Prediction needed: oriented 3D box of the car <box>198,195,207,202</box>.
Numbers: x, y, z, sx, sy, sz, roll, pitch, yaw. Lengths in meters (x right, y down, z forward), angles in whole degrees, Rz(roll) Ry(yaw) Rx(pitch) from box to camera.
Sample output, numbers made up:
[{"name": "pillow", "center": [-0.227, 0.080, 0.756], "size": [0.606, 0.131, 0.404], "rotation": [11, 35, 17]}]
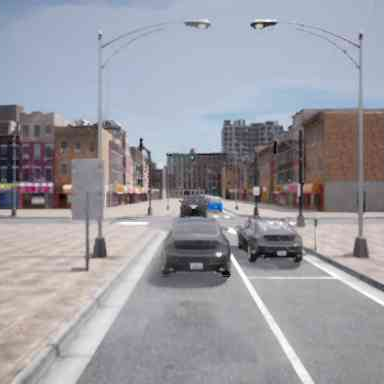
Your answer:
[{"name": "car", "center": [2.713, 1.613, 88.252], "size": [2.192, 1.841, 5.009], "rotation": [0, 0, 0]}]

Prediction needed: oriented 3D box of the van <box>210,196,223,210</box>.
[{"name": "van", "center": [2.669, 1.453, 38.974], "size": [1.690, 1.788, 3.998], "rotation": [0, 0, 0]}]

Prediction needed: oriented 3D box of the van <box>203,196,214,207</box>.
[{"name": "van", "center": [2.683, 1.512, 55.400], "size": [1.690, 1.788, 3.998], "rotation": [0, 0, 0]}]

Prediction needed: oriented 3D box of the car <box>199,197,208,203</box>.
[{"name": "car", "center": [2.704, 1.806, 77.301], "size": [2.008, 1.369, 4.403], "rotation": [0, 0, 0]}]

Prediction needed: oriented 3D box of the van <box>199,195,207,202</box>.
[{"name": "van", "center": [2.708, 1.617, 82.777], "size": [1.690, 1.788, 3.998], "rotation": [0, 0, 0]}]

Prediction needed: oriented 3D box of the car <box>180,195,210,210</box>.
[{"name": "car", "center": [0.125, 1.300, 28.264], "size": [2.150, 2.045, 5.566], "rotation": [0, 0, 0]}]

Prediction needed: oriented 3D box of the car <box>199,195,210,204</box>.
[{"name": "car", "center": [2.698, 1.549, 71.826], "size": [2.192, 1.841, 5.009], "rotation": [0, 0, 0]}]

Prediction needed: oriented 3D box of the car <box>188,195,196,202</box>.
[{"name": "car", "center": [0.070, 1.596, 79.434], "size": [1.837, 1.490, 4.892], "rotation": [0, 0, 0]}]

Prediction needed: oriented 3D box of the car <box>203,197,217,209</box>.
[{"name": "car", "center": [2.679, 1.590, 49.924], "size": [1.967, 1.590, 4.097], "rotation": [0, 0, 0]}]

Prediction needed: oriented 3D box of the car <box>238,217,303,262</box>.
[{"name": "car", "center": [2.646, 1.579, 11.971], "size": [2.008, 1.369, 4.403], "rotation": [0, 0, 0]}]

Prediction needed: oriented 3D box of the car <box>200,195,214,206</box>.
[{"name": "car", "center": [2.687, 1.506, 60.873], "size": [2.192, 1.841, 5.009], "rotation": [0, 0, 0]}]

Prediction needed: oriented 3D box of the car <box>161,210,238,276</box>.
[{"name": "car", "center": [0.108, 1.528, 10.377], "size": [1.837, 1.490, 4.892], "rotation": [0, 0, 0]}]

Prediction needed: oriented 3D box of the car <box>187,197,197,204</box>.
[{"name": "car", "center": [0.061, 1.759, 69.013], "size": [2.033, 1.411, 5.357], "rotation": [0, 0, 0]}]

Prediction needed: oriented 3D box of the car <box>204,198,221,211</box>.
[{"name": "car", "center": [2.674, 1.571, 44.449], "size": [1.967, 1.590, 4.097], "rotation": [0, 0, 0]}]
